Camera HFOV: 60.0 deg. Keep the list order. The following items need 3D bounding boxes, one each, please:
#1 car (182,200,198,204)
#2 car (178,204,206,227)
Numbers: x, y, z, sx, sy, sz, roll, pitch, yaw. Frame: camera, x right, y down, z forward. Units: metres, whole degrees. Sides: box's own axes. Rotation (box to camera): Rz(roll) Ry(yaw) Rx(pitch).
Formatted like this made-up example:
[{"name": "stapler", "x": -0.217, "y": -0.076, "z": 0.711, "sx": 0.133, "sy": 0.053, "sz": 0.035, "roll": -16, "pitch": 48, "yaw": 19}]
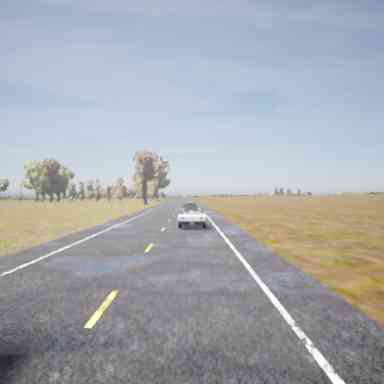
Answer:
[{"name": "car", "x": -0.226, "y": 1.769, "z": 41.584, "sx": 2.128, "sy": 1.511, "sz": 4.902, "roll": 0, "pitch": 0, "yaw": -1}, {"name": "car", "x": -0.011, "y": 1.752, "z": 23.651, "sx": 1.895, "sy": 1.301, "sz": 4.718, "roll": 0, "pitch": 0, "yaw": 0}]
